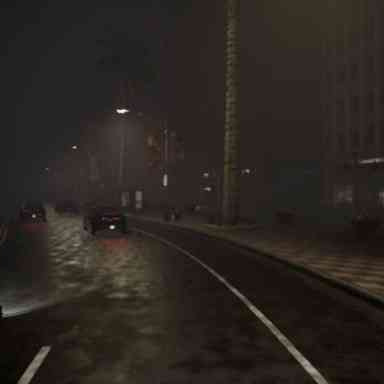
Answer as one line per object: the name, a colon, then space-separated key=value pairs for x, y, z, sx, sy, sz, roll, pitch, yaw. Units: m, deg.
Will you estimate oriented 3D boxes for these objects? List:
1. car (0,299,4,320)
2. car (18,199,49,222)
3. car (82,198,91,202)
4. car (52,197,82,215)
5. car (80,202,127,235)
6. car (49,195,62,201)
car: x=-3.930 y=1.590 z=3.725 sx=1.994 sy=1.385 sz=4.181 roll=0 pitch=0 yaw=-6
car: x=-13.272 y=1.599 z=27.694 sx=1.837 sy=1.490 sz=4.892 roll=0 pitch=0 yaw=-28
car: x=-14.159 y=1.588 z=43.257 sx=2.231 sy=1.521 sz=4.892 roll=0 pitch=0 yaw=-28
car: x=-13.370 y=1.576 z=35.388 sx=1.882 sy=1.535 sz=5.008 roll=0 pitch=0 yaw=-28
car: x=-5.063 y=1.544 z=19.109 sx=1.837 sy=1.490 sz=4.892 roll=0 pitch=0 yaw=-24
car: x=-27.932 y=1.557 z=69.203 sx=2.185 sy=1.767 sz=4.553 roll=0 pitch=0 yaw=-28
